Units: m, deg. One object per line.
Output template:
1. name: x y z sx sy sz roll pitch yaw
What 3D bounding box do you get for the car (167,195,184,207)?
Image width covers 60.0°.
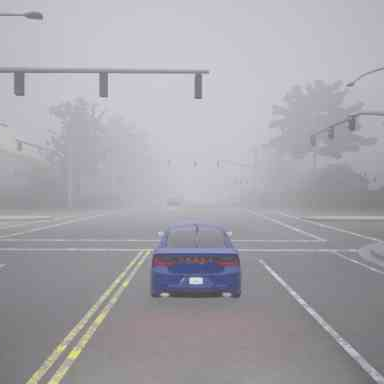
1. car: -2.770 1.564 51.451 1.994 1.385 4.181 0 0 1

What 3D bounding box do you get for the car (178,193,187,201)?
1. car: -2.535 1.553 70.011 1.994 1.385 4.181 0 0 0

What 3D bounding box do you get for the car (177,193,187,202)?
1. car: -2.446 1.225 80.624 2.150 2.045 5.566 0 0 0

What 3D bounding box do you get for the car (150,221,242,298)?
1. car: 0.085 1.478 8.578 1.882 1.535 5.008 0 0 0
